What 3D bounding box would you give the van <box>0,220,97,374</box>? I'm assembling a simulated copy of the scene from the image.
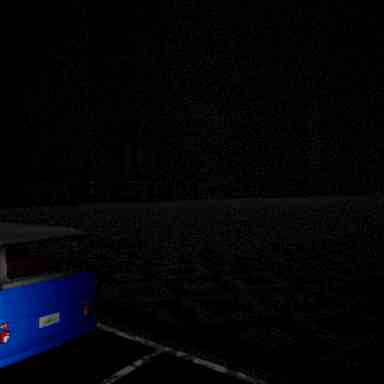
[{"bbox_3d":[-3.263,1.344,5.186,3.998,1.788,1.690,0,-1,35],"label":"van"}]
